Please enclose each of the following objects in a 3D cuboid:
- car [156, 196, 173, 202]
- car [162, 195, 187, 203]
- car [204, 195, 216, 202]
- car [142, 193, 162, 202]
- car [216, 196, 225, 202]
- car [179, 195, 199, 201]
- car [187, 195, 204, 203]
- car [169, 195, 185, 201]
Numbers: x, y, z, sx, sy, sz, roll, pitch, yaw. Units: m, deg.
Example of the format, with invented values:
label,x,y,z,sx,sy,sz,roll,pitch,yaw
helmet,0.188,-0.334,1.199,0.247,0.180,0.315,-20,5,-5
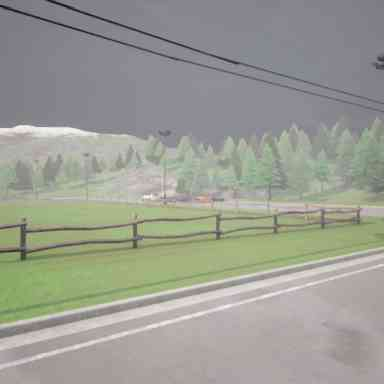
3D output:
label,x,y,z,sx,sy,sz,roll,pitch,yaw
car,-6.505,1.528,77.370,1.895,1.301,4.718,0,0,-35
car,-3.552,1.552,67.109,1.994,1.385,4.181,0,0,-35
car,2.305,1.341,70.948,2.097,1.767,4.553,0,0,-35
car,-9.366,1.162,75.354,2.150,2.045,5.566,0,0,-35
car,5.086,1.580,73.078,1.895,1.301,4.718,0,0,-35
car,-0.766,1.468,81.378,2.033,1.411,5.357,0,0,-35
car,-0.457,1.534,68.793,2.033,1.411,5.357,0,0,-35
car,-3.627,1.481,79.362,1.994,1.385,4.181,0,0,-35
